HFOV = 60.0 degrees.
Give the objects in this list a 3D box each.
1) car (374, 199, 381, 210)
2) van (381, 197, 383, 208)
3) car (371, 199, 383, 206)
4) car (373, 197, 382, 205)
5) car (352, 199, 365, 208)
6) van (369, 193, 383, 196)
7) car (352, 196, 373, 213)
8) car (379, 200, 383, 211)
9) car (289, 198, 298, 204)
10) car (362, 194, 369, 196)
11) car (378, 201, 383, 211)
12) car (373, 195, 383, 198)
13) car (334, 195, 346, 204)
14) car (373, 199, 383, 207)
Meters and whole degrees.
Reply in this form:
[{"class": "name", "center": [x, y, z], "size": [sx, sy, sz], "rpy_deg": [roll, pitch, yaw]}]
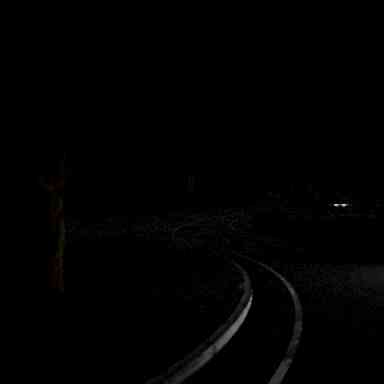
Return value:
[{"class": "car", "center": [31.677, 2.236, 51.459], "size": [5.366, 1.575, 1.946], "rpy_deg": [-1, 0, 25]}, {"class": "van", "center": [29.435, 2.061, 46.379], "size": [4.442, 1.987, 1.878], "rpy_deg": [-1, 0, 25]}, {"class": "car", "center": [39.903, 2.114, 69.061], "size": [4.674, 1.452, 2.002], "rpy_deg": [-1, 0, 25]}, {"class": "car", "center": [35.305, 2.165, 58.953], "size": [5.008, 1.535, 2.097], "rpy_deg": [-1, 0, 24]}, {"class": "car", "center": [32.575, 2.226, 65.237], "size": [2.128, 1.511, 4.902], "rpy_deg": [-1, 0, 25]}, {"class": "van", "center": [41.159, 1.825, 71.535], "size": [4.442, 1.987, 1.878], "rpy_deg": [-1, 0, 25]}, {"class": "car", "center": [26.090, 2.053, 50.975], "size": [2.150, 2.045, 5.566], "rpy_deg": [-1, 0, 26]}, {"class": "car", "center": [30.722, 2.290, 48.843], "size": [4.792, 1.488, 2.163], "rpy_deg": [-1, 0, 25]}, {"class": "car", "center": [25.021, 2.283, 81.807], "size": [2.033, 1.411, 5.357], "rpy_deg": [-1, 0, 25]}, {"class": "car", "center": [45.492, 1.962, 81.763], "size": [5.366, 1.575, 1.946], "rpy_deg": [-1, 0, 25]}, {"class": "car", "center": [33.024, 2.242, 53.894], "size": [4.792, 1.488, 2.163], "rpy_deg": [-1, 0, 25]}, {"class": "car", "center": [36.478, 2.016, 61.468], "size": [4.553, 1.767, 2.185], "rpy_deg": [-1, 0, 25]}, {"class": "car", "center": [35.481, 2.100, 79.447], "size": [1.837, 1.490, 4.892], "rpy_deg": [-1, 0, 25]}, {"class": "car", "center": [37.600, 2.159, 64.008], "size": [4.674, 1.452, 2.002], "rpy_deg": [-1, 0, 24]}]
